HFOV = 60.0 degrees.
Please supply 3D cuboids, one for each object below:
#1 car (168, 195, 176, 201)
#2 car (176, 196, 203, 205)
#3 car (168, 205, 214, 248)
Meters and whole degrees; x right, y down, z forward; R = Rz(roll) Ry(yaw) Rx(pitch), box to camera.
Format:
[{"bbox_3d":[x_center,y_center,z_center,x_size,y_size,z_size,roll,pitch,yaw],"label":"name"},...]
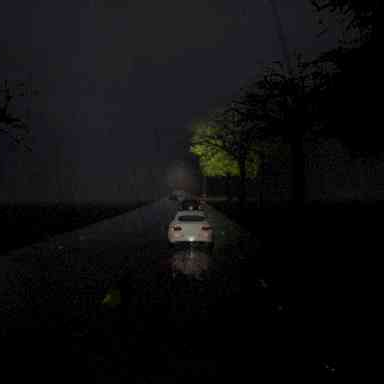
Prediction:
[{"bbox_3d":[-4.288,1.312,75.950,1.994,1.385,4.181,0,0,-1],"label":"car"},{"bbox_3d":[-0.121,1.347,29.641,2.097,1.767,4.553,0,0,0],"label":"car"},{"bbox_3d":[-0.031,1.525,14.664,1.812,1.442,4.674,0,0,0],"label":"car"}]
